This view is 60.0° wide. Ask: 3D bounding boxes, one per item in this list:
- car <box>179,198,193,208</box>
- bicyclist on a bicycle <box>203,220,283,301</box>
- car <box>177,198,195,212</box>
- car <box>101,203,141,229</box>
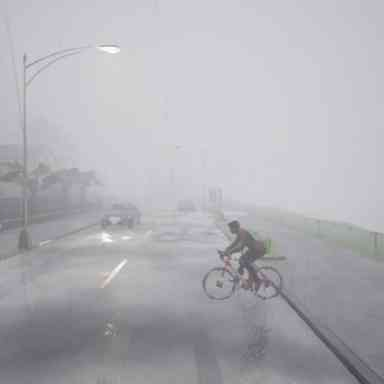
[{"bbox_3d":[-0.867,1.572,48.035,1.895,1.301,4.718,0,0,-1],"label":"car"},{"bbox_3d":[1.034,1.410,6.808,1.656,1.620,0.582,-1,0,-1],"label":"bicyclist on a bicycle"},{"bbox_3d":[-0.669,1.541,38.092,1.994,1.385,4.181,0,0,-1],"label":"car"},{"bbox_3d":[-4.455,1.479,21.468,2.128,1.511,4.902,0,0,-1],"label":"car"}]
